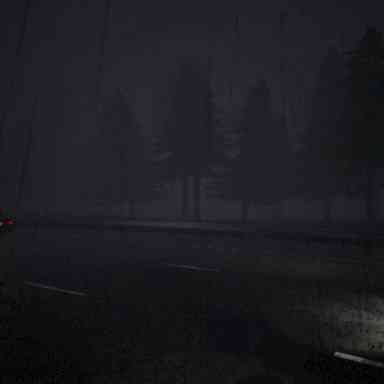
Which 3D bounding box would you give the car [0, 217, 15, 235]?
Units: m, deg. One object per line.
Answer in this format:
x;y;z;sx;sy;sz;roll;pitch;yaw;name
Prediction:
-12.124;1.705;17.953;5.357;1.411;2.033;-1;0;22;car
